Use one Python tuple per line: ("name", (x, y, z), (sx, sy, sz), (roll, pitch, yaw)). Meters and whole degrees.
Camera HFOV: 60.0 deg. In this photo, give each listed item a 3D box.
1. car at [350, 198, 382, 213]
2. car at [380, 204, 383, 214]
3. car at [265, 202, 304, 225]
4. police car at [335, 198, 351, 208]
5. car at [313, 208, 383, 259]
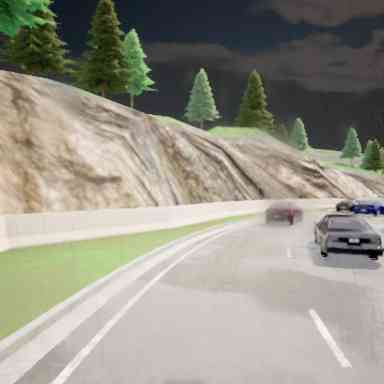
("car", (17.264, 1.502, 31.978), (1.882, 1.535, 5.008), (0, 0, 43))
("car", (12.794, 1.629, 20.289), (1.895, 1.301, 4.718), (0, 0, 29))
("car", (6.783, 1.453, 24.099), (1.882, 1.535, 5.008), (0, 0, 29))
("police car", (18.495, 1.521, 38.146), (4.974, 1.542, 2.038), (0, 1, -40))
("car", (5.756, 1.549, 12.689), (2.033, 1.411, 5.357), (0, 0, 17))
